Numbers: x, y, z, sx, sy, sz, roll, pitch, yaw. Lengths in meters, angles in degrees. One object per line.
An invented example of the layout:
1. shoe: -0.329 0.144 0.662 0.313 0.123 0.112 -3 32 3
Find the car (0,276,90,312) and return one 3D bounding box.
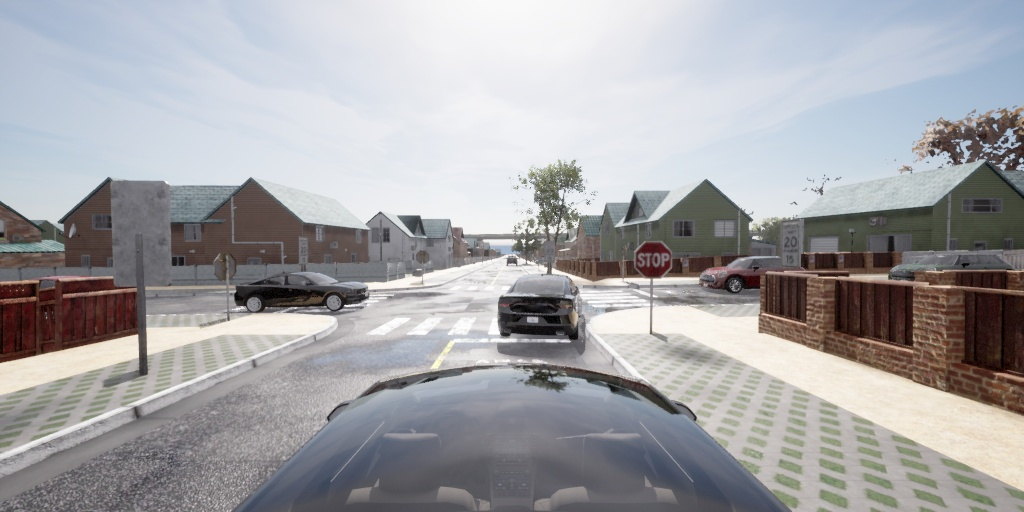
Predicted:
1. car: -18.018 1.547 14.611 5.008 1.535 1.882 -1 2 0

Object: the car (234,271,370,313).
1. car: -8.465 1.377 14.672 5.008 1.535 1.882 -1 2 0

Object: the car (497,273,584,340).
1. car: 0.960 1.224 10.143 1.882 1.535 5.008 0 0 12

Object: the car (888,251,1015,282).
1. car: 21.705 0.646 17.819 4.553 1.767 2.097 -1 2 0

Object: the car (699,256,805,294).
1. car: 11.810 0.820 17.750 4.553 1.767 2.097 -1 2 0
